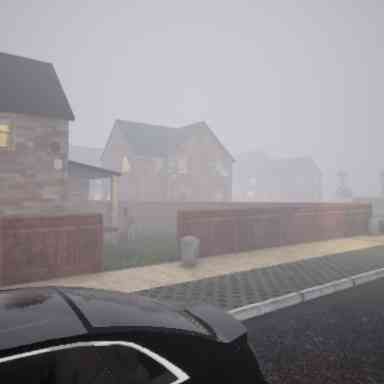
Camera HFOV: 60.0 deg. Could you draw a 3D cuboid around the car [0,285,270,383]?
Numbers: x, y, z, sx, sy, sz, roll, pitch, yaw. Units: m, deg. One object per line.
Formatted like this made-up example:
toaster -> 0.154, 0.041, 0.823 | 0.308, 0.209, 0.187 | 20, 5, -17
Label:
car -> -1.663, 1.504, 1.881 | 4.892, 1.490, 1.837 | 0, 0, -36
